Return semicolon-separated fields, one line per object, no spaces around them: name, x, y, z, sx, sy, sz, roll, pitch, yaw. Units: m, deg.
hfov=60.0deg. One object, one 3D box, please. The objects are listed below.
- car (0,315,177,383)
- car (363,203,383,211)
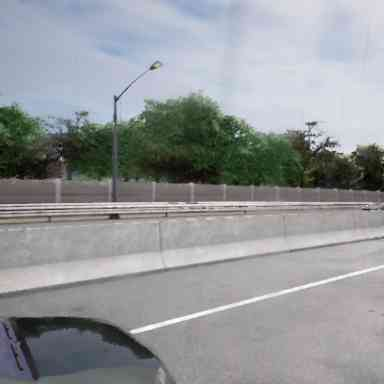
car;-2.116;1.565;2.235;4.181;1.385;1.994;0;0;-36
car;24.010;2.060;42.538;5.357;1.411;2.033;1;-1;-35
